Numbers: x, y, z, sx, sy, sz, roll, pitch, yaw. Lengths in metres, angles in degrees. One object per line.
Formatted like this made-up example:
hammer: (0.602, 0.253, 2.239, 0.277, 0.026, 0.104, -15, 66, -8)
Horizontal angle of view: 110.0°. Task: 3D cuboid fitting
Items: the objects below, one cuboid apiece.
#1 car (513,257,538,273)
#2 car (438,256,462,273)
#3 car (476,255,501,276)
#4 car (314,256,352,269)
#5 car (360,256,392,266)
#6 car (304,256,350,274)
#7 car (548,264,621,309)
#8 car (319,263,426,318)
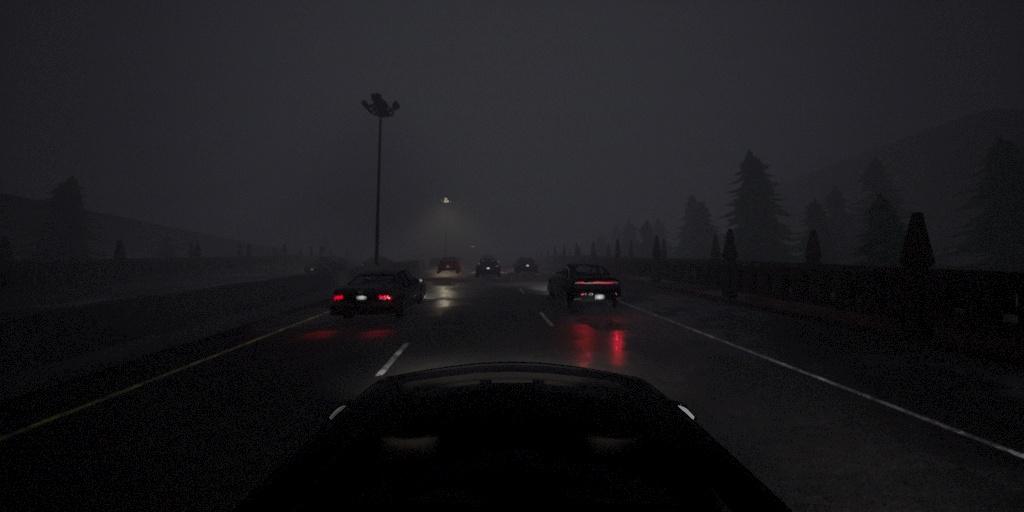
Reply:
car: (1.237, 0.809, 33.790, 1.994, 1.385, 4.181, 0, 1, -4)
car: (-5.784, 0.733, 33.837, 1.882, 1.535, 5.008, 0, 1, -4)
car: (-1.968, 0.883, 29.466, 1.994, 1.385, 4.181, 0, 1, -4)
car: (-20.527, 0.704, 41.405, 2.033, 1.411, 5.357, 0, 1, -4)
car: (-13.059, 0.729, 34.743, 1.882, 1.535, 5.008, 0, 1, -4)
car: (-16.336, 0.801, 31.414, 2.128, 1.511, 4.902, 0, 1, -4)
car: (2.633, 1.050, 13.913, 2.128, 1.511, 4.902, 0, 1, -4)
car: (-4.265, 1.143, 12.223, 2.033, 1.411, 5.357, 0, 1, -4)
